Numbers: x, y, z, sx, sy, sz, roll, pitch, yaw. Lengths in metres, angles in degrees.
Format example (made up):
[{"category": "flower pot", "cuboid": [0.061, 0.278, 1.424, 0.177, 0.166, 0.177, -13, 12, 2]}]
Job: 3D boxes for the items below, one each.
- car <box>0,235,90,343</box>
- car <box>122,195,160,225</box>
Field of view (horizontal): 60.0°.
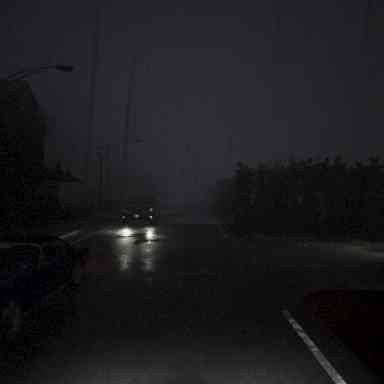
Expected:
[{"category": "car", "cuboid": [-3.606, 1.600, 6.542, 1.895, 1.301, 4.718, 0, 0, 0]}, {"category": "car", "cuboid": [-3.592, 1.219, 24.439, 2.150, 2.045, 5.566, 0, 0, 0]}]
